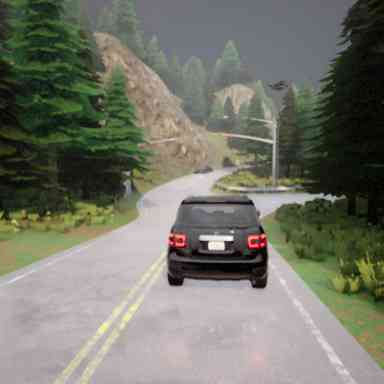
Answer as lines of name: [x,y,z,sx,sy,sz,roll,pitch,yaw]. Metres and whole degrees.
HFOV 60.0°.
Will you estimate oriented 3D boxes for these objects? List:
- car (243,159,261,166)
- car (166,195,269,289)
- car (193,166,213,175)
car: [13.650,-6.502,72.301,5.357,1.411,2.033,-9,9,-30]
car: [0.703,1.076,8.993,2.150,2.045,5.566,0,1,5]
car: [2.079,-3.978,60.006,2.033,1.411,5.357,2,10,26]
